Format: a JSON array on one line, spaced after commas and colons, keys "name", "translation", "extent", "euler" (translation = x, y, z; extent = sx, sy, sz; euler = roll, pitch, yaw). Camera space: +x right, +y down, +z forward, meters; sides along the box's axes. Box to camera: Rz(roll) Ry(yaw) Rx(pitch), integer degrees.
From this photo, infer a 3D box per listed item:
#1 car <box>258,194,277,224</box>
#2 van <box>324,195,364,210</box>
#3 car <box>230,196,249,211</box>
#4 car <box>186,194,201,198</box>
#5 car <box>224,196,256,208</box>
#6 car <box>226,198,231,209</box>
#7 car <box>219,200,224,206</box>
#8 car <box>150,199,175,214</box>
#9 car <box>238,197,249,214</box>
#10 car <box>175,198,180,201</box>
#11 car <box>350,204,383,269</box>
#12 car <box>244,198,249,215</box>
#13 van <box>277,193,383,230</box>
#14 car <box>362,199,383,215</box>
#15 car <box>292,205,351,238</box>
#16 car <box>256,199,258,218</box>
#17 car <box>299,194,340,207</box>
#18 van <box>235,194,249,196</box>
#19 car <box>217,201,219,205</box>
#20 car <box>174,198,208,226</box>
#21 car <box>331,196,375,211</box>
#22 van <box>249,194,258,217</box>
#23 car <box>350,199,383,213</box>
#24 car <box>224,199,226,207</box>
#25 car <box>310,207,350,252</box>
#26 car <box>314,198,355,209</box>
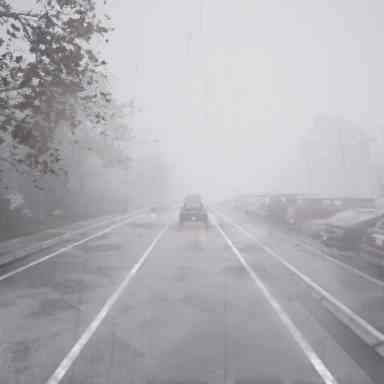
[{"name": "car", "translation": [7.095, 1.111, 19.801], "extent": [5.566, 2.045, 2.435], "euler": [0, 0, 0]}, {"name": "van", "translation": [20.309, 1.344, 44.541], "extent": [4.442, 1.987, 1.878], "euler": [0, -1, 0]}, {"name": "car", "translation": [7.103, 1.498, 36.439], "extent": [5.008, 1.535, 2.097], "euler": [0, -1, 0]}, {"name": "car", "translation": [0.131, 1.269, 40.143], "extent": [2.150, 2.045, 5.566], "euler": [0, 0, 0]}, {"name": "car", "translation": [7.155, 1.501, 50.317], "extent": [4.553, 1.767, 2.185], "euler": [0, -1, 0]}, {"name": "car", "translation": [7.111, 1.589, 41.992], "extent": [4.674, 1.452, 2.002], "euler": [0, -1, 0]}, {"name": "car", "translation": [7.090, 1.348, 47.546], "extent": [5.566, 2.045, 2.435], "euler": [0, -1, 0]}, {"name": "car", "translation": [-3.325, 1.559, 36.128], "extent": [2.033, 1.411, 5.357], "euler": [0, 0, 0]}, {"name": "car", "translation": [7.057, 1.477, 30.889], "extent": [4.792, 1.488, 2.163], "euler": [0, -1, 0]}, {"name": "car", "translation": [-3.171, 2.092, 77.464], "extent": [1.882, 1.535, 5.008], "euler": [0, -2, 0]}, {"name": "car", "translation": [7.014, 1.315, 8.697], "extent": [4.553, 1.767, 2.185], "euler": [0, 0, 0]}, {"name": "car", "translation": [7.085, 1.463, 28.111], "extent": [4.674, 1.452, 2.002], "euler": [0, -1, 0]}, {"name": "van", "translation": [6.945, 1.156, 17.025], "extent": [4.442, 1.987, 1.878], "euler": [0, 0, 0]}, {"name": "car", "translation": [20.166, 1.470, 33.458], "extent": [4.892, 1.521, 2.231], "euler": [0, -1, 0]}, {"name": "car", "translation": [7.059, 1.441, 14.251], "extent": [4.674, 1.452, 2.002], "euler": [0, 0, 0]}, {"name": "car", "translation": [7.101, 1.402, 22.553], "extent": [4.792, 1.488, 2.163], "euler": [0, 0, 0]}, {"name": "car", "translation": [20.236, 1.402, 52.848], "extent": [5.566, 2.045, 2.435], "euler": [0, -1, 0]}, {"name": "van", "translation": [7.220, 1.298, 39.218], "extent": [4.442, 1.987, 1.878], "euler": [0, -1, 0]}, {"name": "car", "translation": [7.140, 1.701, 55.864], "extent": [4.892, 1.521, 2.231], "euler": [0, -1, 0]}, {"name": "car", "translation": [0.109, 1.435, 23.115], "extent": [2.128, 1.511, 4.902], "euler": [0, 0, 0]}, {"name": "car", "translation": [20.156, 1.419, 41.771], "extent": [4.553, 1.767, 2.185], "euler": [0, -1, 0]}, {"name": "van", "translation": [6.960, 1.172, 25.338], "extent": [4.442, 1.987, 1.878], "euler": [0, -1, 0]}, {"name": "car", "translation": [20.172, 1.494, 36.228], "extent": [5.008, 1.535, 2.097], "euler": [0, -1, 0]}, {"name": "car", "translation": [7.143, 1.603, 44.767], "extent": [4.792, 1.488, 2.163], "euler": [0, -1, 0]}, {"name": "car", "translation": [7.045, 1.421, 11.475], "extent": [5.008, 1.535, 2.097], "euler": [0, 0, 0]}, {"name": "car", "translation": [20.192, 1.596, 47.310], "extent": [4.892, 1.521, 2.231], "euler": [0, -1, 0]}]
